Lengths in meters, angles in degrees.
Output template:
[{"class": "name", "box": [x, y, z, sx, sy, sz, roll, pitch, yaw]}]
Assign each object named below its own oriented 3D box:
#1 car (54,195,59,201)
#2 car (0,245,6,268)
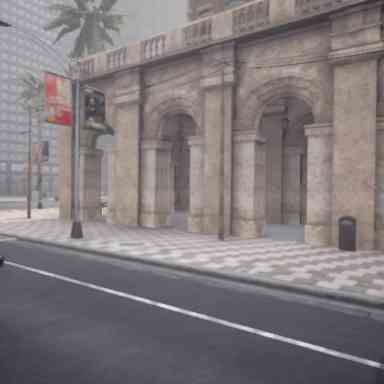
[{"class": "car", "box": [-20.720, 0.787, 55.767, 2.161, 1.482, 4.786, 1, 1, 35]}, {"class": "car", "box": [-7.074, 1.388, 8.910, 5.357, 1.411, 2.033, 1, 1, 36]}]
